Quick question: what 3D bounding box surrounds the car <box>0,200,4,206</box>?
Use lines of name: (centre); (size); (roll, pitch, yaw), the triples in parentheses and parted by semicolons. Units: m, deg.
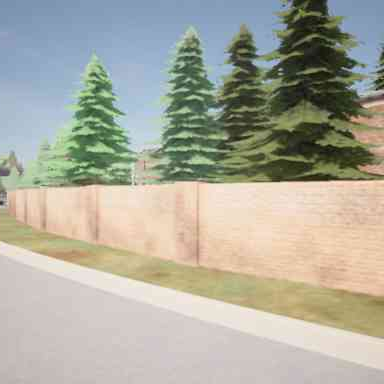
car: (-34.974, 1.779, 58.715); (1.882, 1.535, 5.008); (0, 0, -9)
